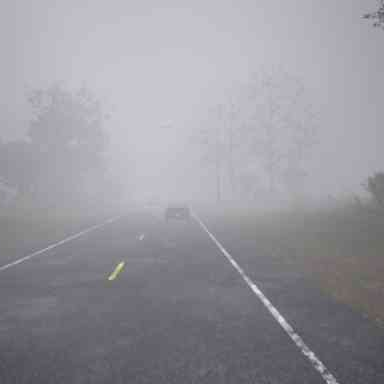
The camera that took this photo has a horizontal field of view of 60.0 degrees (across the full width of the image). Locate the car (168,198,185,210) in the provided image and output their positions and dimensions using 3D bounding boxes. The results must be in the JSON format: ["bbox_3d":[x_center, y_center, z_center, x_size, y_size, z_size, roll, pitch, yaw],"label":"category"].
[{"bbox_3d":[-2.024,1.512,43.017,1.994,1.385,4.181,-1,0,-3],"label":"car"}]

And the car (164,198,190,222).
[{"bbox_3d":[-1.152,1.452,25.973,1.882,1.535,5.008,-1,0,-3],"label":"car"}]

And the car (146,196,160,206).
[{"bbox_3d":[-6.120,1.444,52.720,1.882,1.535,5.008,-1,0,-3],"label":"car"}]
